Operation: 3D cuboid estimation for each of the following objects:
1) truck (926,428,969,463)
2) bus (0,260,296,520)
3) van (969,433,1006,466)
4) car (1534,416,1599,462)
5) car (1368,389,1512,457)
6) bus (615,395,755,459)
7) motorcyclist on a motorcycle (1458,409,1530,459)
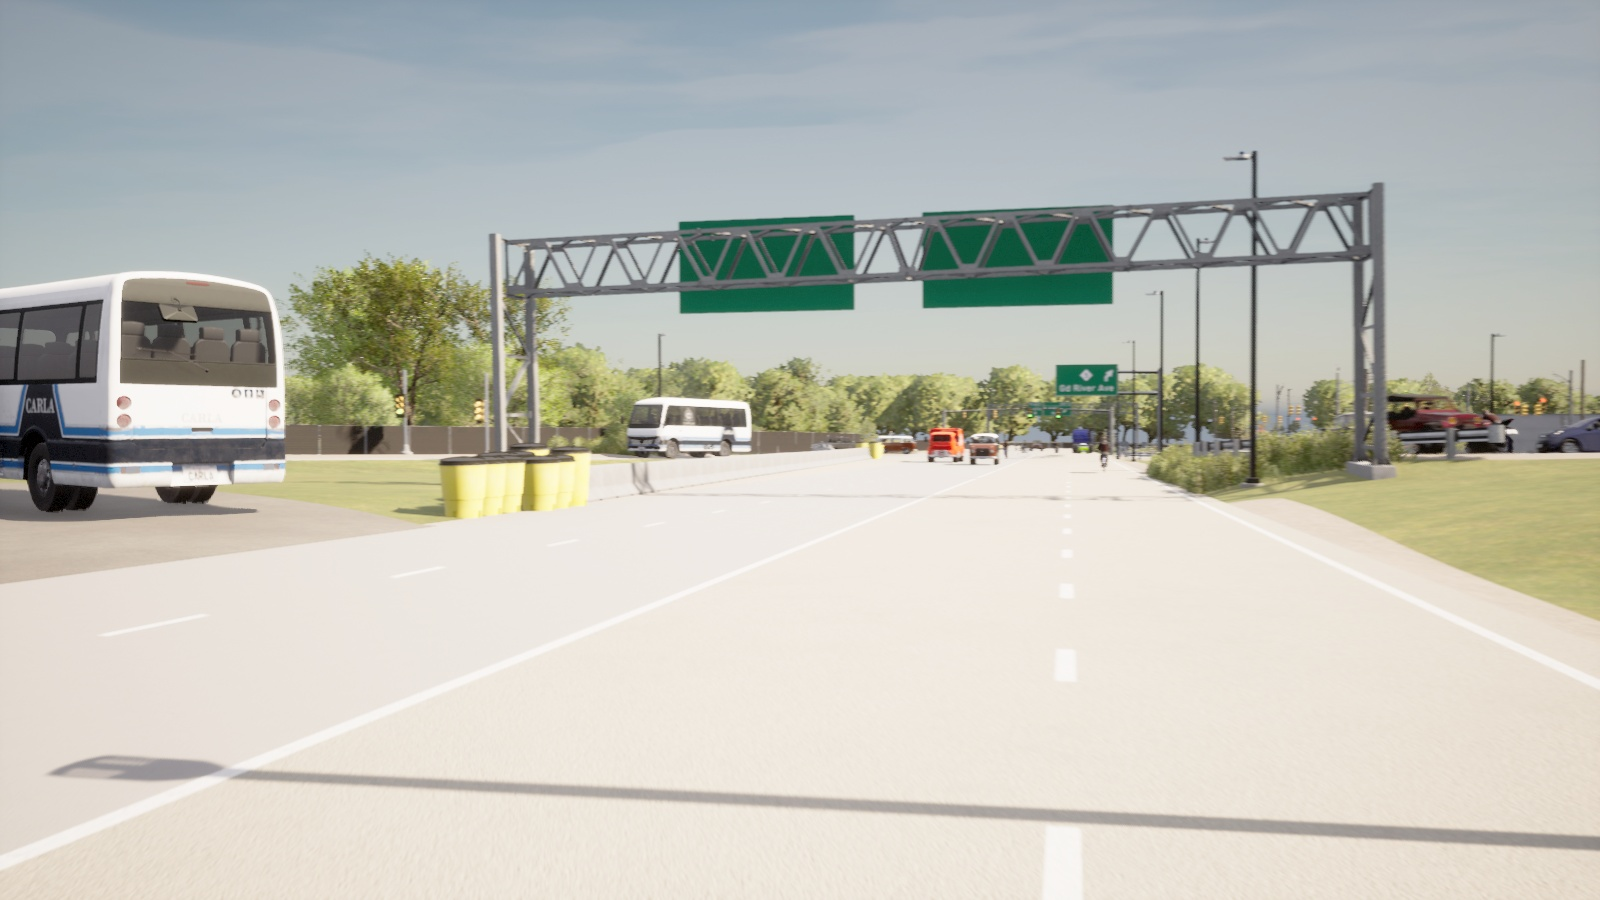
[{"bbox_3d":[10.719,-0.326,90.850,2.627,2.467,5.204,0,0,12],"label":"truck"},{"bbox_3d":[-14.766,-1.111,25.176,10.273,4.253,3.944,2,2,37],"label":"bus"},{"bbox_3d":[12.099,-0.038,80.783,2.069,2.038,4.480,0,0,12],"label":"van"},{"bbox_3d":[27.780,-0.360,43.505,3.633,1.501,1.845,1,-2,8],"label":"car"},{"bbox_3d":[19.050,-0.770,37.579,1.905,1.878,3.866,0,-1,-9],"label":"car"},{"bbox_3d":[-7.959,-1.534,88.821,3.944,4.253,10.273,1,0,37],"label":"bus"},{"bbox_3d":[22.281,-0.498,40.373,0.866,1.530,2.191,0,-1,-8],"label":"motorcyclist on a motorcycle"}]
